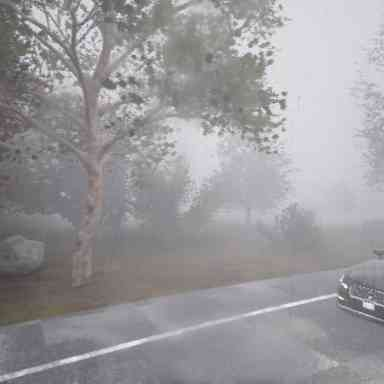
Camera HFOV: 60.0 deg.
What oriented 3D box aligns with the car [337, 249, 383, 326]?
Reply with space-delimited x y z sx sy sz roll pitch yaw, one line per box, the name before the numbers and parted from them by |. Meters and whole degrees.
car | 4.923 1.546 6.325 4.892 1.490 1.837 0 -1 -27
